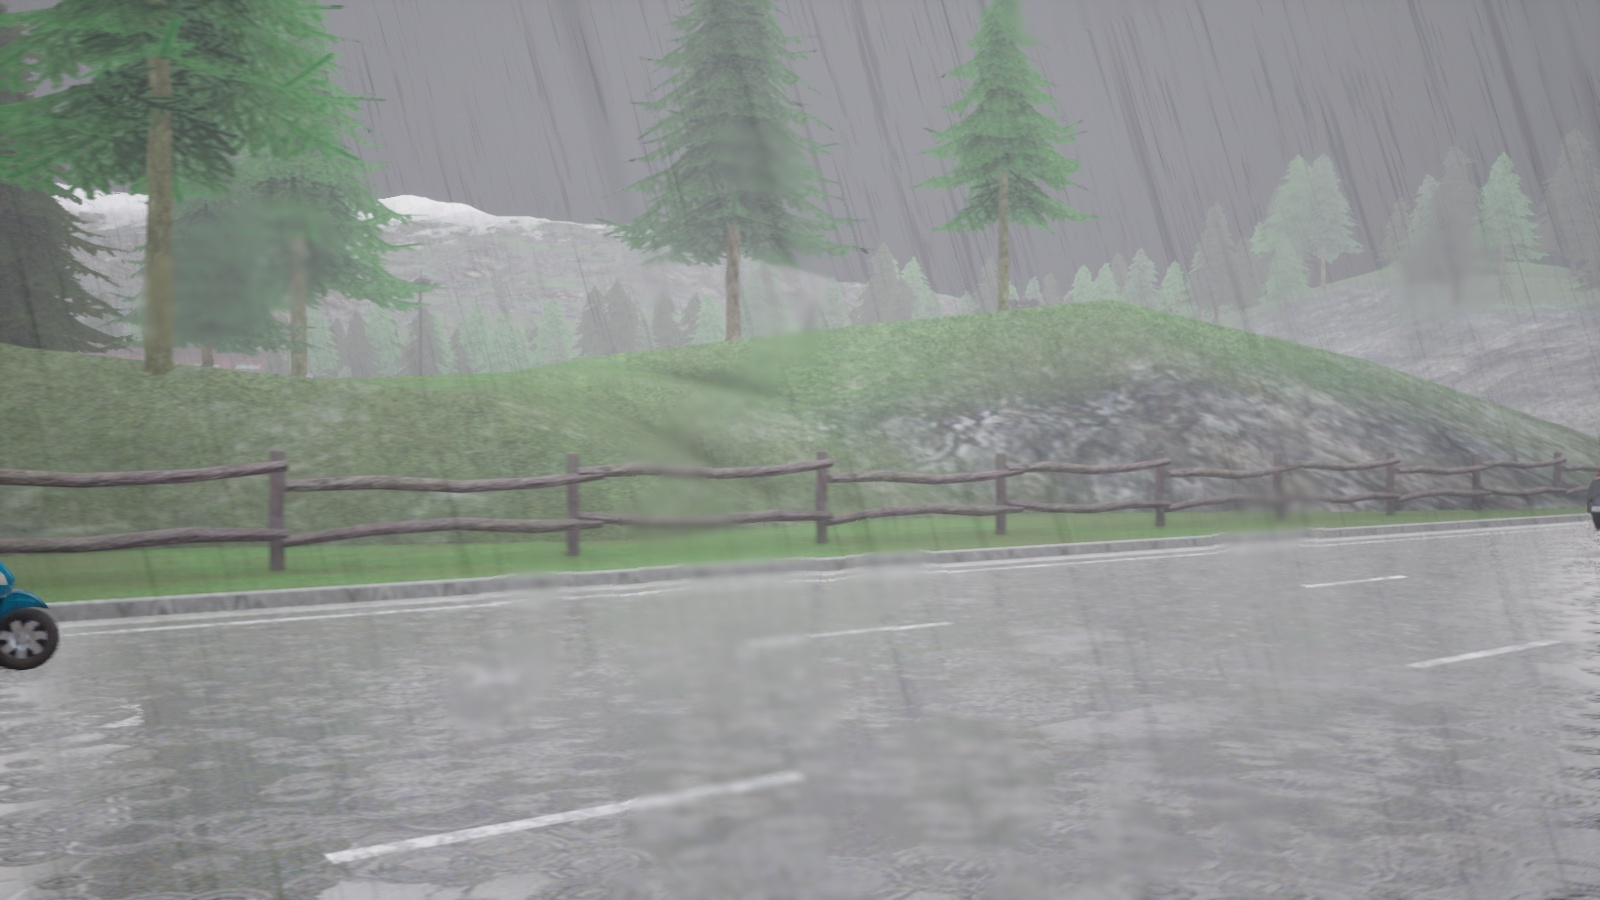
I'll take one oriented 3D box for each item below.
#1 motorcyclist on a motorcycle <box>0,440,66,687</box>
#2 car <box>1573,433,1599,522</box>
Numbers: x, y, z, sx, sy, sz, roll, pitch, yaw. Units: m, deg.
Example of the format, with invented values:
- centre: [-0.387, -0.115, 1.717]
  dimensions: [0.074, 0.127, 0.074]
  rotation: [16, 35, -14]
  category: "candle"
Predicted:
- centre: [-5.837, 0.731, 8.125]
  dimensions: [1.817, 1.590, 0.866]
  rotation: [0, 0, -35]
  category: "motorcyclist on a motorcycle"
- centre: [17.235, 0.499, 24.185]
  dimensions: [5.027, 1.651, 2.152]
  rotation: [0, 0, -35]
  category: "car"
